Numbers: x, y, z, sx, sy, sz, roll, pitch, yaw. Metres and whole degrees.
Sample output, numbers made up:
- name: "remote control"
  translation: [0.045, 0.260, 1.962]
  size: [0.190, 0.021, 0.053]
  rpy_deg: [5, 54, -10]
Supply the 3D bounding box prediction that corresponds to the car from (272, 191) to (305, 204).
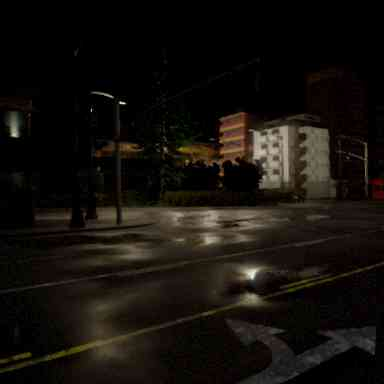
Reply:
- name: "car"
  translation: [12.816, 0.687, 44.452]
  size: [2.097, 1.767, 4.553]
  rpy_deg: [-2, 1, -35]
